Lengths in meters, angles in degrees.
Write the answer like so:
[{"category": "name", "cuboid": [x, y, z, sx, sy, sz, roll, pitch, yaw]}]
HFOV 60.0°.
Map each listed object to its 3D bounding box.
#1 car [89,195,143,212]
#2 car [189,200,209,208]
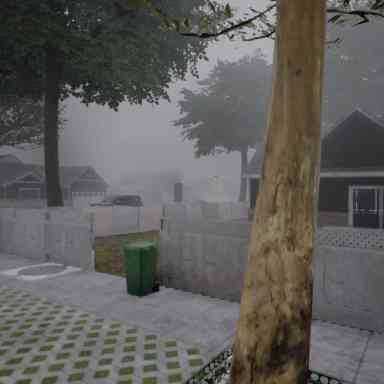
[{"category": "car", "cuboid": [-6.784, 1.291, 30.021, 2.150, 2.045, 5.566, 1, 0, 35]}, {"category": "car", "cuboid": [0.865, 1.683, 41.049, 1.994, 1.385, 4.181, 1, 0, 34]}]
